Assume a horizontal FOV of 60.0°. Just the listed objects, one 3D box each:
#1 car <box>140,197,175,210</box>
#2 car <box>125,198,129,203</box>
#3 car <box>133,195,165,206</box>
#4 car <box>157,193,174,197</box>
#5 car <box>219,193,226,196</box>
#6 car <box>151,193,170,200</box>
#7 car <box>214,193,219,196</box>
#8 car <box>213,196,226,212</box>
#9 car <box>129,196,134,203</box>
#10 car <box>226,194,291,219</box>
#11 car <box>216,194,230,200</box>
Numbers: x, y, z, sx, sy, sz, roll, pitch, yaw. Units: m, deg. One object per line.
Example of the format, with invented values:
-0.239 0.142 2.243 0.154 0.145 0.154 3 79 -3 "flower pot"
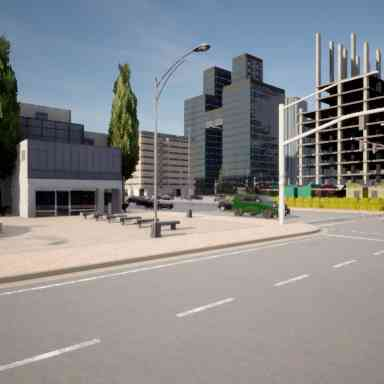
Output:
-4.184 1.601 42.011 1.895 1.301 4.718 0 0 -38 "car"
-15.228 1.505 67.713 1.837 1.490 4.892 0 0 -38 "car"
-6.646 1.601 50.833 1.895 1.301 4.718 0 0 -38 "car"
-6.380 1.156 85.082 3.866 1.878 1.905 0 0 -40 "car"
8.003 1.395 67.756 3.806 1.475 1.970 0 0 -40 "car"
-8.185 1.153 87.346 4.605 1.855 1.932 0 0 -40 "car"
6.165 1.156 69.992 3.866 1.878 1.905 0 0 -40 "car"
4.862 1.491 36.157 2.128 1.511 4.902 0 0 -38 "car"
-11.717 1.491 68.910 2.128 1.511 4.902 0 0 -38 "car"
5.892 1.221 29.160 2.150 2.045 5.566 0 0 -38 "car"
8.798 1.395 94.140 3.806 1.475 1.970 0 0 -40 "car"
